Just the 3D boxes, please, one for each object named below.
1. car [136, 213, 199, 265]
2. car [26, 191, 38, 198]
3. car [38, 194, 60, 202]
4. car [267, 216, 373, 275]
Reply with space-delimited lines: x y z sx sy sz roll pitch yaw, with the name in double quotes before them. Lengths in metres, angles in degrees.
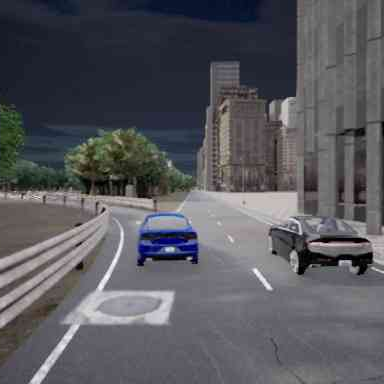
"car" -0.967 1.479 11.893 1.882 1.535 5.008 0 0 -8
"car" -33.611 0.664 69.965 2.097 1.767 4.553 0 1 -39
"car" -26.553 1.093 62.585 4.892 1.490 1.837 1 1 45
"car" 3.667 1.480 10.355 2.128 1.511 4.902 0 0 0
